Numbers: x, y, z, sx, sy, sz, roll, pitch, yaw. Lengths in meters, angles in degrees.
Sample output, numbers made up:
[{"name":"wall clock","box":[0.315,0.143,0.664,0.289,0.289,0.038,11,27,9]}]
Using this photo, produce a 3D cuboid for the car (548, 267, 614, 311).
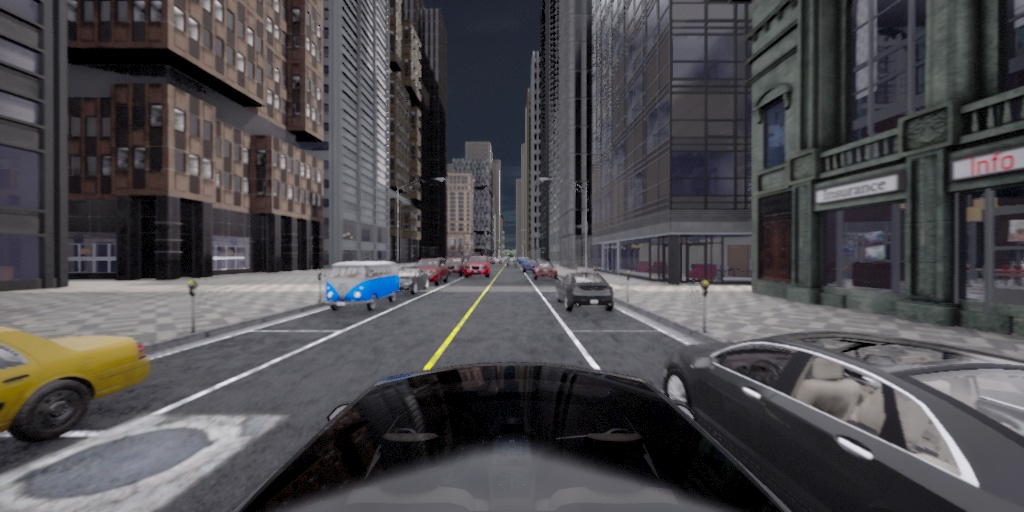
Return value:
[{"name":"car","box":[2.759,1.300,14.204,2.007,1.370,4.403,0,0,0]}]

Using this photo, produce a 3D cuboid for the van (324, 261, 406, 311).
[{"name":"van","box":[-5.767,1.091,14.195,1.690,1.789,3.998,0,0,0]}]

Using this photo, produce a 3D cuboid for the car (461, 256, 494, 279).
[{"name":"car","box":[-3.106,0.976,33.472,2.150,2.045,5.566,0,0,0]}]

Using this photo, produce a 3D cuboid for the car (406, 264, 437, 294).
[{"name":"car","box":[-5.769,1.301,19.835,2.007,1.370,4.403,0,0,0]}]

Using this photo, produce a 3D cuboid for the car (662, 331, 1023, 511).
[{"name":"car","box":[2.762,1.300,2.923,2.007,1.370,4.403,0,0,0]}]

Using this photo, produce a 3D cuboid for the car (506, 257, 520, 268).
[{"name":"car","box":[-0.020,1.260,62.898,2.128,1.511,4.902,0,0,0]}]

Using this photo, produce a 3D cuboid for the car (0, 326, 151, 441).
[{"name":"car","box":[-5.763,1.275,2.744,1.751,1.417,4.829,0,0,0]}]

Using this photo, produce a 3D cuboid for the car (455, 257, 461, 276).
[{"name":"car","box":[-5.774,1.072,36.757,2.192,1.841,5.009,0,0,0]}]

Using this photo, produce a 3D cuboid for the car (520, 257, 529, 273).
[{"name":"car","box":[2.373,1.113,44.762,2.097,1.767,4.553,0,0,0]}]

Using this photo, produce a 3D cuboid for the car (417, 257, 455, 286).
[{"name":"car","box":[-5.770,1.067,25.476,2.192,1.841,5.009,0,0,0]}]

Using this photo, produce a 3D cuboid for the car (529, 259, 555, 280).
[{"name":"car","box":[2.753,1.195,31.125,1.967,1.591,4.097,0,0,0]}]
